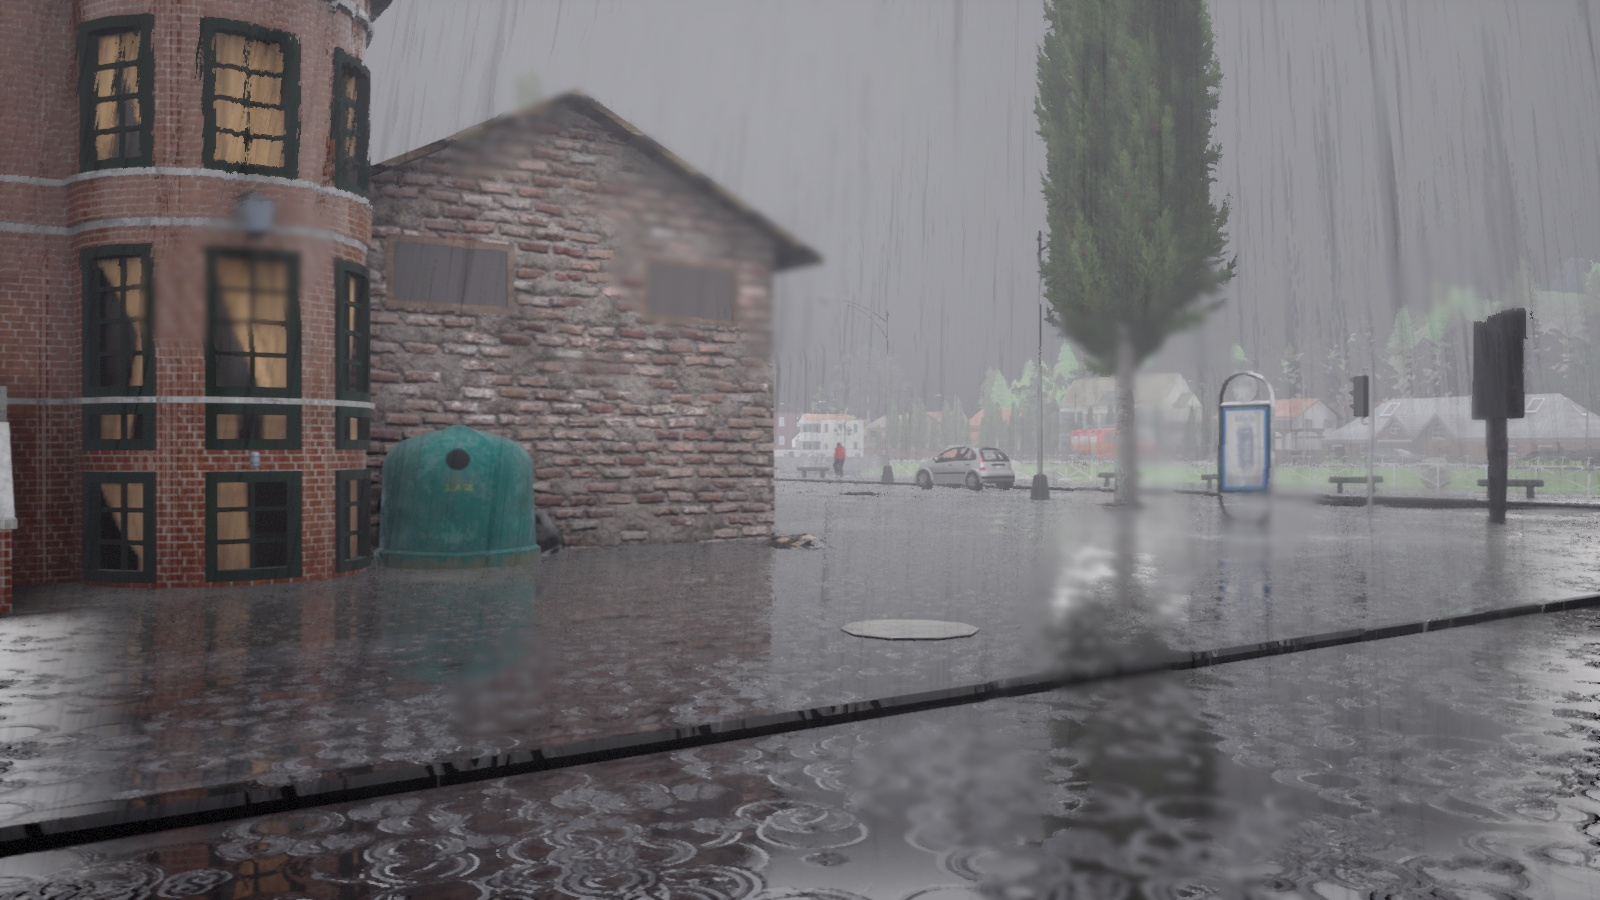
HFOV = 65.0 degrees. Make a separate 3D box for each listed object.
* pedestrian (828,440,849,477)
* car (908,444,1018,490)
[{"bbox_3d":[1.948,0.432,63.764,0.634,1.844,0.899,0,0,-30],"label":"pedestrian"},{"bbox_3d":[6.023,0.599,46.854,1.851,1.617,3.988,0,0,-35],"label":"car"}]
